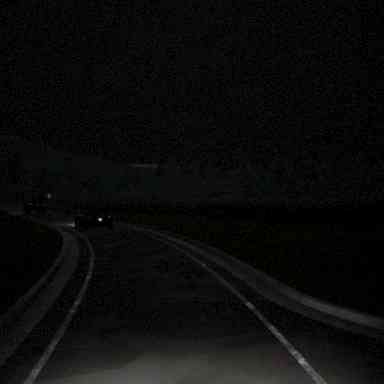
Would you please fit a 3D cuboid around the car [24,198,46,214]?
[{"bbox_3d":[-21.460,1.865,45.386,2.150,2.045,5.566,0,-1,-33],"label":"car"}]

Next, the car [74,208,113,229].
[{"bbox_3d":[-7.293,1.877,24.380,1.994,1.385,4.181,0,-1,-31],"label":"car"}]
